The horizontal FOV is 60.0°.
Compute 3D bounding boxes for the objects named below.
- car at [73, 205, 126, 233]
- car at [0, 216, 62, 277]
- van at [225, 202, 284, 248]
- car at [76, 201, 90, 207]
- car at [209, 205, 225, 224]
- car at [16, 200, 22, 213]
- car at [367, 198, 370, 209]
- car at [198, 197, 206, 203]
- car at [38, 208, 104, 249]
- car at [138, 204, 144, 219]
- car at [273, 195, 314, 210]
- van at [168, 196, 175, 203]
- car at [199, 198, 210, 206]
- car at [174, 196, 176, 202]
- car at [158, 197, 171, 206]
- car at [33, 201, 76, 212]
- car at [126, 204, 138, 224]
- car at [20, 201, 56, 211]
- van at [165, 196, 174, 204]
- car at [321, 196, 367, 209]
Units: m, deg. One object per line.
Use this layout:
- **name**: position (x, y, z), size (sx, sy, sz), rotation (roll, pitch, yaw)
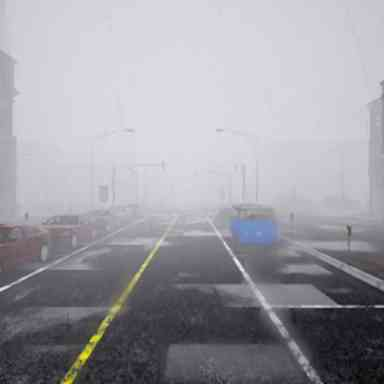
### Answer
- **car**: position (-5.693, 1.698, 20.755), size (1.887, 1.381, 4.507), rotation (0, 0, 0)
- **car**: position (-5.692, 1.617, 9.667), size (1.887, 1.381, 4.507), rotation (0, 0, 0)
- **van**: position (2.687, 1.454, 15.213), size (1.690, 1.788, 3.998), rotation (-1, 0, 0)
- **car**: position (-18.196, 2.110, 52.159), size (4.313, 1.339, 1.947), rotation (-1, 1, -1)
- **car**: position (2.689, 1.760, 26.299), size (1.947, 1.339, 4.313), rotation (-1, 0, 0)
- **car**: position (-23.732, 1.938, 43.708), size (5.009, 1.841, 2.192), rotation (-1, 1, -1)
- **car**: position (25.481, 1.481, 44.562), size (4.097, 1.590, 1.967), rotation (-1, 1, -1)
- **car**: position (2.688, 2.222, 92.092), size (2.008, 1.369, 4.403), rotation (-1, 0, 0)
- **car**: position (-5.693, 1.657, 15.211), size (1.887, 1.381, 4.507), rotation (0, 0, 0)
- **car**: position (-5.692, 1.779, 31.843), size (1.887, 1.381, 4.507), rotation (0, 0, 0)
- **car**: position (14.233, 1.391, 47.060), size (5.566, 2.045, 2.150), rotation (-1, 0, -1)
- **van**: position (-5.694, 2.012, 92.093), size (1.690, 1.788, 3.998), rotation (0, 0, 0)
- **car**: position (2.688, 1.997, 64.531), size (1.752, 1.417, 4.829), rotation (-1, 0, 0)
- **car**: position (-5.693, 2.136, 81.000), size (1.887, 1.381, 4.507), rotation (0, 0, 0)
- **car**: position (-5.692, 2.053, 64.361), size (1.802, 1.307, 4.206), rotation (0, 0, 0)
- **car**: position (-18.078, 1.996, 43.811), size (4.097, 1.590, 1.967), rotation (-1, 1, -1)
- **car**: position (-5.693, 1.718, 26.129), size (1.752, 1.417, 4.829), rotation (0, 0, 0)
- **car**: position (-24.020, 2.137, 52.054), size (4.829, 1.417, 1.752), rotation (-1, 1, -1)
- **van**: position (-5.694, 1.892, 75.454), size (1.690, 1.788, 3.998), rotation (0, 0, 0)
- **car**: position (19.937, 1.422, 44.461), size (5.009, 1.841, 2.192), rotation (-1, 1, -1)
